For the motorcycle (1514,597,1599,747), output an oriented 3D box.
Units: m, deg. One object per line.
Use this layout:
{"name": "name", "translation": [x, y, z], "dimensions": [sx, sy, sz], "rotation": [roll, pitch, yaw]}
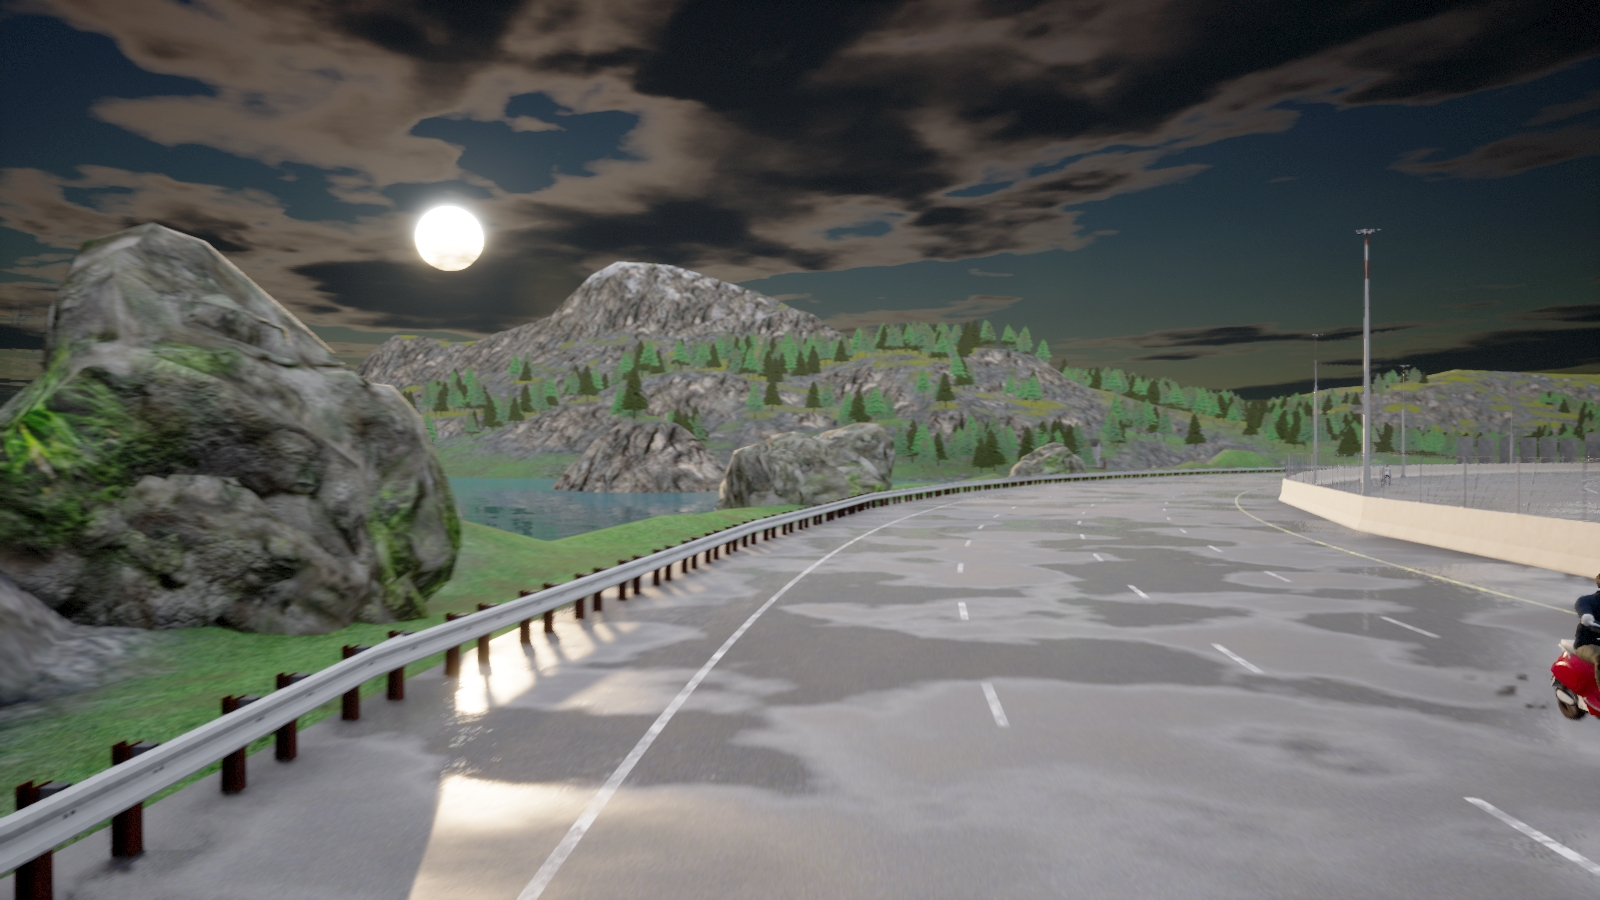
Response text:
{"name": "motorcycle", "translation": [8.015, 2.195, 11.270], "dimensions": [0.856, 1.236, 1.805], "rotation": [1, 0, 3]}
